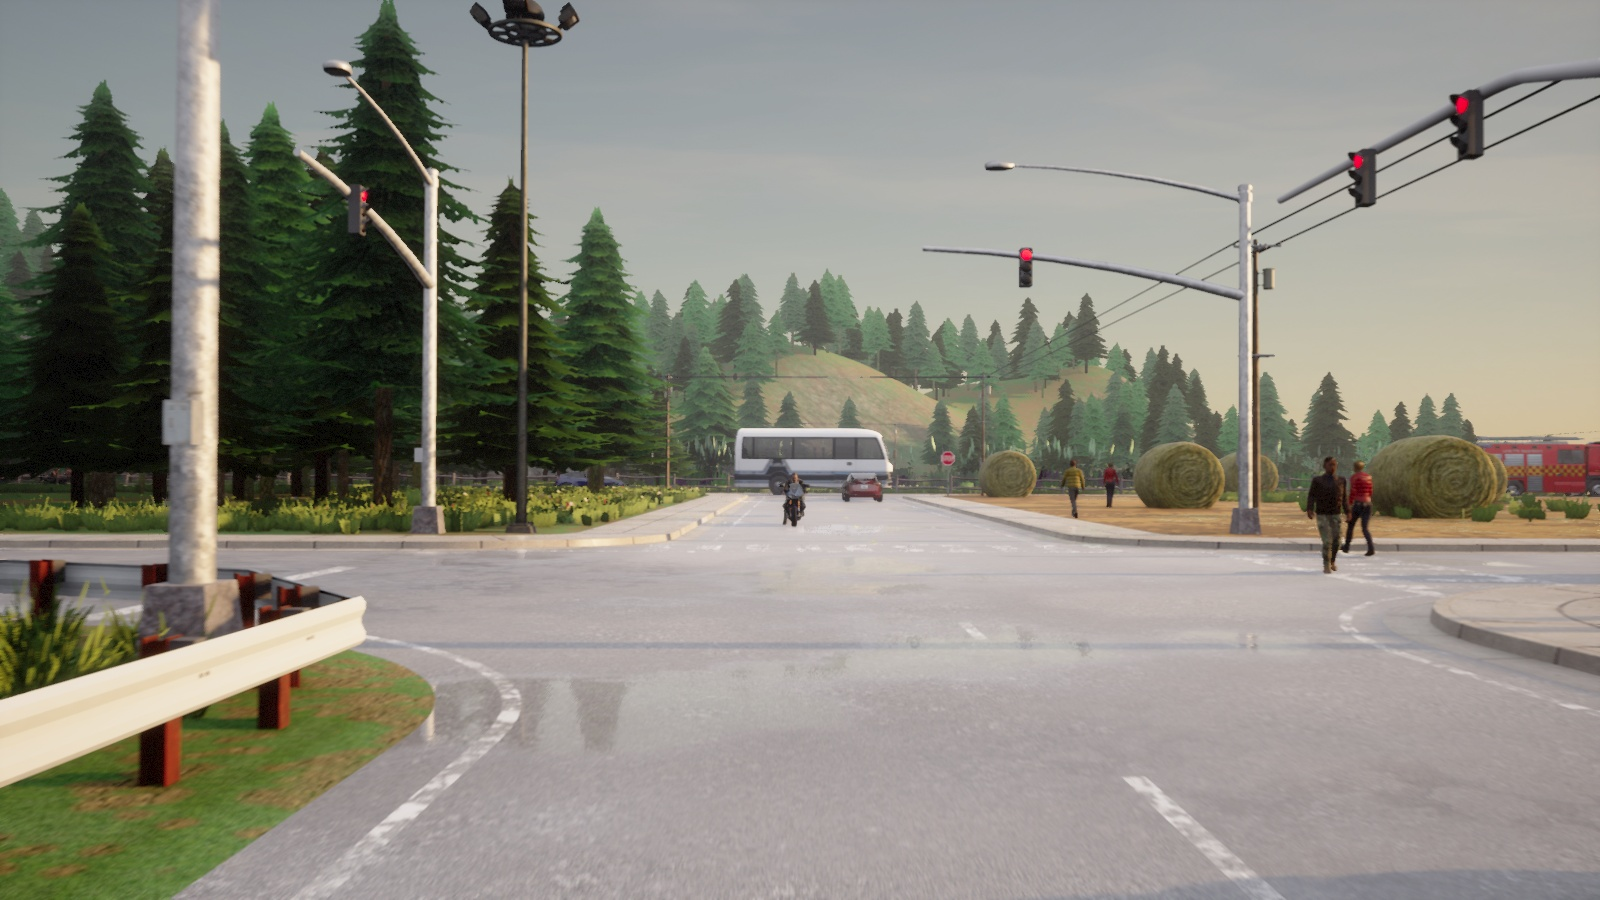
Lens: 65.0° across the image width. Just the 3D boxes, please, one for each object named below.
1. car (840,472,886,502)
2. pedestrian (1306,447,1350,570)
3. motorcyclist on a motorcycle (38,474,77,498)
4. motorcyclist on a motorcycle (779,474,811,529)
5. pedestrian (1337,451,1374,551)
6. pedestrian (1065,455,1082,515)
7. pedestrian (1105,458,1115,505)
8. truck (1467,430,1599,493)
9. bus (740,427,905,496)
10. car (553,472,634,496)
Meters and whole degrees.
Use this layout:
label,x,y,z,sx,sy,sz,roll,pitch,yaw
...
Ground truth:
label,x,y,z,sx,sy,sz,roll,pitch,yaw
car,3.240,1.898,65.486,2.163,1.488,4.792,0,-1,0
pedestrian,8.024,0.878,19.094,0.431,1.840,0.703,0,-1,8
motorcyclist on a motorcycle,-48.178,2.326,81.476,2.044,1.523,0.797,0,-1,1
motorcyclist on a motorcycle,-0.146,1.457,36.217,0.866,1.530,2.191,0,-1,0
pedestrian,10.307,0.939,23.329,0.331,1.846,0.636,0,-1,-7
pedestrian,8.406,1.068,38.619,0.370,1.835,0.726,0,-1,0
pedestrian,12.130,1.224,49.142,0.331,1.846,0.636,-1,-1,17
truck,46.501,0.736,78.062,8.468,3.827,2.891,0,-1,3
bus,1.486,0.753,80.075,10.273,4.253,3.944,0,-1,3
car,-13.268,2.184,80.713,4.792,1.488,2.163,0,-1,2
